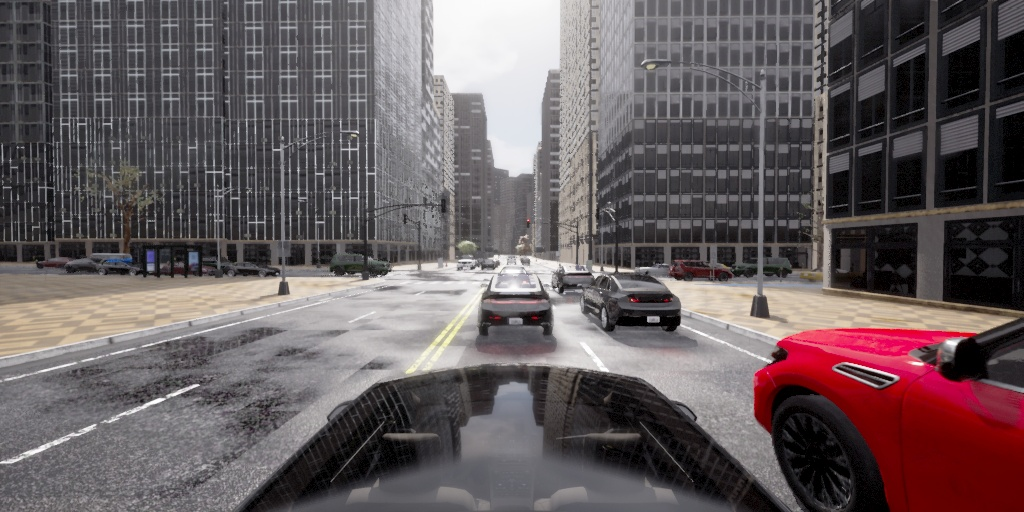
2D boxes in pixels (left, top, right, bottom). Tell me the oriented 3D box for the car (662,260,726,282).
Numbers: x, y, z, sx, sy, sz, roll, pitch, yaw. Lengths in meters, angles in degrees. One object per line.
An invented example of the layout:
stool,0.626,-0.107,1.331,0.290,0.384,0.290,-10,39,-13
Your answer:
car,16.160,1.269,30.997,5.009,1.841,2.192,0,0,1

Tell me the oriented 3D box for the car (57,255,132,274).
car,-40.146,0.931,34.527,4.674,1.442,1.812,0,1,1

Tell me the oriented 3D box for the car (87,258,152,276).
car,-34.131,1.069,31.773,4.313,1.339,1.948,0,0,1

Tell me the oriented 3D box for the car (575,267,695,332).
car,3.339,1.250,10.888,1.837,1.490,4.892,0,0,0

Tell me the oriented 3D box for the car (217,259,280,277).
car,-22.765,1.174,31.479,4.313,1.339,1.948,0,0,1

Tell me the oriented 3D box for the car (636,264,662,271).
car,15.059,1.451,36.779,4.718,1.301,1.895,0,1,0

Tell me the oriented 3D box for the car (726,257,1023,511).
car,3.349,0.972,0.985,2.150,2.045,5.566,0,0,0

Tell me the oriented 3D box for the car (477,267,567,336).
car,0.090,1.238,10.393,2.128,1.511,4.902,0,0,0

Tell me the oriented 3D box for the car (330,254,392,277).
car,-14.179,0.867,33.685,5.566,2.045,2.150,1,1,6

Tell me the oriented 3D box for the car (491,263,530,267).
car,0.080,1.288,20.128,2.033,1.411,5.357,0,0,0

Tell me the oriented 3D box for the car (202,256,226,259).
car,-28.206,0.866,34.288,4.553,1.767,2.097,1,1,1

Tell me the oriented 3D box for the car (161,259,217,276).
car,-28.450,1.138,31.606,4.207,1.307,1.802,0,0,1

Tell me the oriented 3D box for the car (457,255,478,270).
car,-6.648,0.935,52.614,2.150,2.045,5.566,0,0,0

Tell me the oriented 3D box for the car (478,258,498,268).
car,-3.397,1.192,52.166,1.882,1.535,5.008,0,0,0

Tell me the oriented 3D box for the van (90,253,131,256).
van,-45.332,0.605,40.420,3.998,1.789,1.690,0,0,1

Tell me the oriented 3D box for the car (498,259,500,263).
car,-3.400,1.267,61.752,1.994,1.385,4.181,0,0,0

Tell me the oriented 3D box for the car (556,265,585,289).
car,3.330,1.232,20.136,2.128,1.511,4.902,0,0,0

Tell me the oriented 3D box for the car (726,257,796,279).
car,25.359,1.163,36.621,5.566,2.045,2.150,1,1,1
